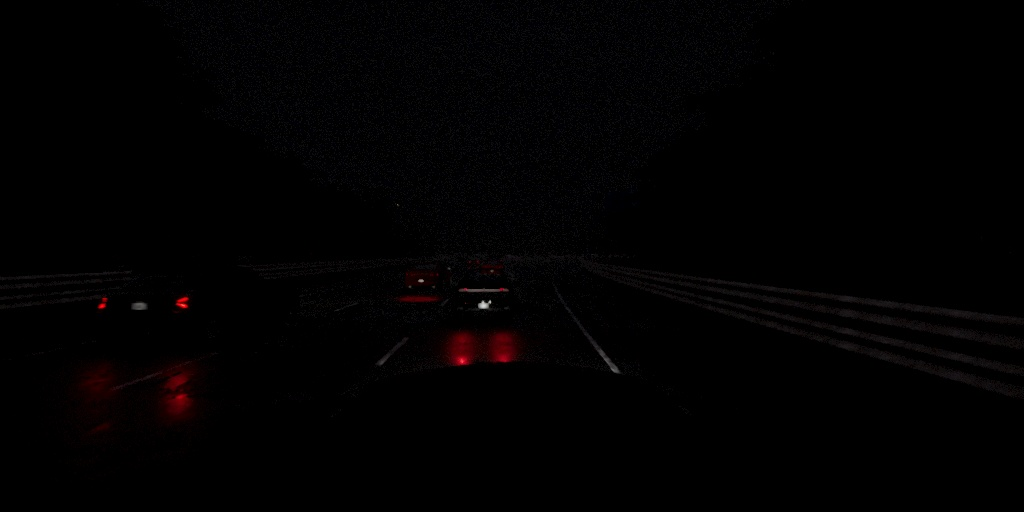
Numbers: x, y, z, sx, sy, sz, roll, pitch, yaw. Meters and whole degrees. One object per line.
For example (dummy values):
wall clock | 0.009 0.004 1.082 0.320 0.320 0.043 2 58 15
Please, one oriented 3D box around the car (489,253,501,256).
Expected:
car | -2.419 0.641 50.519 2.150 2.045 5.566 0 0 -3

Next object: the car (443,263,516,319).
car | -0.897 1.168 12.521 2.128 1.511 4.902 0 0 -2

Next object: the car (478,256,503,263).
car | -1.619 1.017 31.005 1.882 1.535 5.008 0 0 -2

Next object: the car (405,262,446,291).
car | -4.625 1.089 20.355 1.882 1.535 5.008 0 0 -2

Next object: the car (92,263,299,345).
car | -7.692 1.036 9.441 2.097 1.767 4.553 0 0 -2

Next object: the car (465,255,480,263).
car | -6.247 0.974 59.616 1.895 1.301 4.718 0 0 -3
